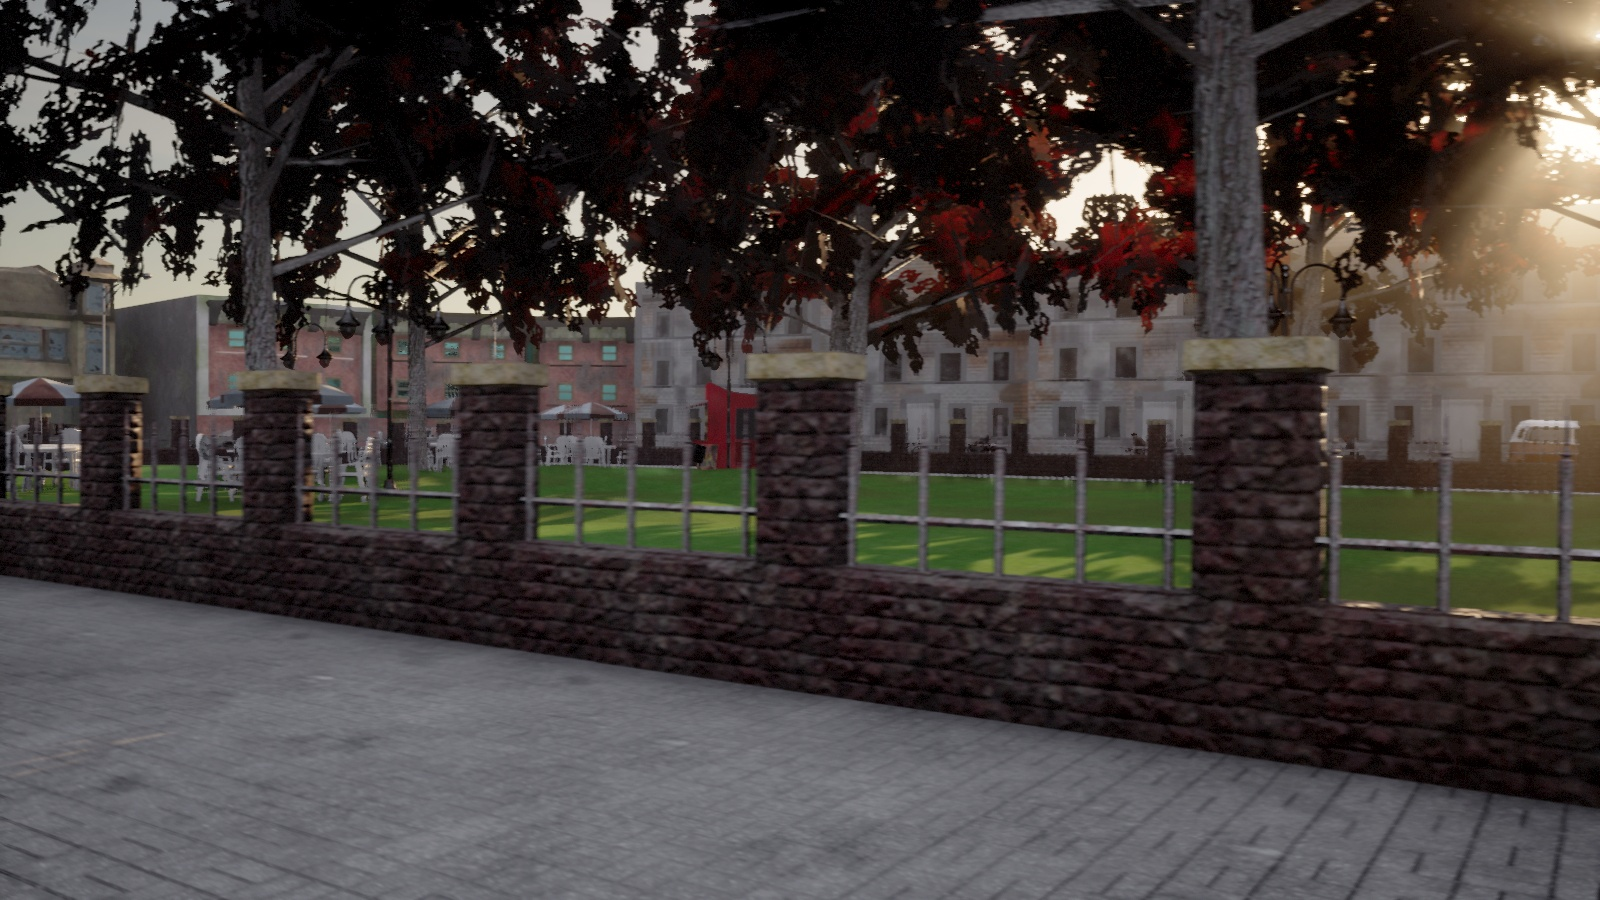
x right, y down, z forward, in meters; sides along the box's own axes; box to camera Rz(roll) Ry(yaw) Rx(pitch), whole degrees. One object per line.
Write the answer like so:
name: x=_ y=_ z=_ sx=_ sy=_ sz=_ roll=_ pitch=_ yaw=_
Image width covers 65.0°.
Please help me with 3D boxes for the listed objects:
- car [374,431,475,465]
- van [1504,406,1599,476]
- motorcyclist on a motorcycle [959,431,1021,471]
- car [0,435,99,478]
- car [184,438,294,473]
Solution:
car: x=-19.030 y=-0.119 z=63.634 sx=4.611 sy=1.667 sz=2.242 roll=-1 pitch=1 yaw=-26
van: x=23.925 y=-0.291 z=37.882 sx=4.480 sy=2.038 sz=2.069 roll=2 pitch=2 yaw=33
motorcyclist on a motorcycle: x=7.381 y=0.033 z=48.822 sx=2.191 sy=1.530 sz=0.866 roll=0 pitch=1 yaw=33
car: x=-29.975 y=0.230 z=49.171 sx=1.851 sy=1.617 sz=3.988 roll=0 pitch=1 yaw=33
car: x=-25.158 y=0.202 z=56.446 sx=1.816 sy=1.474 sz=4.193 roll=0 pitch=1 yaw=34
